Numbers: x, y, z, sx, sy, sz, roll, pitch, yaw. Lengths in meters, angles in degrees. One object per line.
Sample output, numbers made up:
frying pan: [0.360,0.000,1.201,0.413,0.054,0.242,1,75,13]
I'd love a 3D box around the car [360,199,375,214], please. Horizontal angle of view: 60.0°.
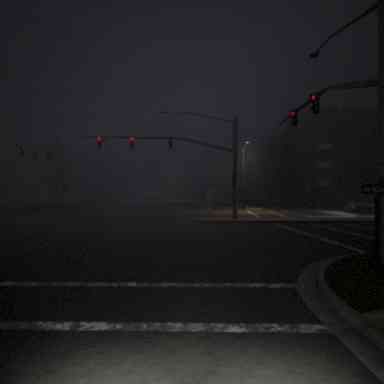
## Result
car: [20.016,1.465,33.267,5.008,1.535,1.882,0,0,0]

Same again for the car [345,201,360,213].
car: [19.408,1.512,36.762,4.674,1.442,1.812,0,0,0]
